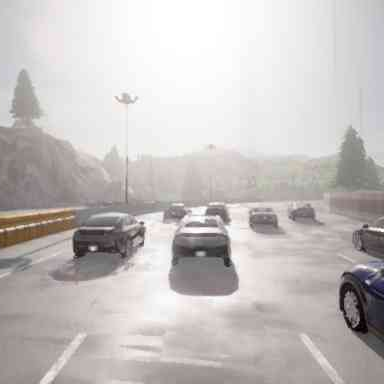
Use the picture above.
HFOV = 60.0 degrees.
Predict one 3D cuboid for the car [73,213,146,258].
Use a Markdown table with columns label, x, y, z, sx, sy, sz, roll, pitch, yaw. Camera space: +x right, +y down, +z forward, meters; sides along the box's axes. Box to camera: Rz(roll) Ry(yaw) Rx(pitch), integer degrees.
| label | x | y | z | sx | sy | sz | roll | pitch | yaw |
| --- | --- | --- | --- | --- | --- | --- | --- | --- | --- |
| car | -3.072 | 1.576 | 13.157 | 1.837 | 1.490 | 4.892 | 0 | 0 | 3 |

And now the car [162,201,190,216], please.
| label | x | y | z | sx | sy | sz | roll | pitch | yaw |
| --- | --- | --- | --- | --- | --- | --- | --- | --- | --- |
| car | -1.177 | 1.722 | 29.335 | 1.994 | 1.385 | 4.181 | 0 | 0 | 10 |

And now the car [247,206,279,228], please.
| label | x | y | z | sx | sy | sz | roll | pitch | yaw |
| --- | --- | --- | --- | --- | --- | --- | --- | --- | --- |
| car | 4.897 | 1.673 | 23.268 | 2.033 | 1.411 | 5.357 | 0 | 0 | 8 |

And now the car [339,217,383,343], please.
| label | x | y | z | sx | sy | sz | roll | pitch | yaw |
| --- | --- | --- | --- | --- | --- | --- | --- | --- | --- |
| car | 3.622 | 1.374 | 4.024 | 2.097 | 1.767 | 4.553 | 0 | 0 | 0 |

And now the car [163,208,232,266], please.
| label | x | y | z | sx | sy | sz | roll | pitch | yaw |
| --- | --- | --- | --- | --- | --- | --- | --- | --- | --- |
| car | 0.367 | 1.556 | 11.865 | 2.128 | 1.511 | 4.902 | 0 | 0 | 3 |

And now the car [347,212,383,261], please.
| label | x | y | z | sx | sy | sz | roll | pitch | yaw |
| --- | --- | --- | --- | --- | --- | --- | --- | --- | --- |
| car | 7.350 | 1.567 | 11.534 | 1.837 | 1.490 | 4.892 | 0 | 0 | 3 |

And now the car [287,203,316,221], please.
| label | x | y | z | sx | sy | sz | roll | pitch | yaw |
| --- | --- | --- | --- | --- | --- | --- | --- | --- | --- |
| car | 9.335 | 1.645 | 28.627 | 2.128 | 1.511 | 4.902 | 0 | 0 | 10 |

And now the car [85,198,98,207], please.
| label | x | y | z | sx | sy | sz | roll | pitch | yaw |
| --- | --- | --- | --- | --- | --- | --- | --- | --- | --- |
| car | -16.130 | 1.781 | 56.470 | 1.882 | 1.535 | 5.008 | 0 | 0 | 19 |

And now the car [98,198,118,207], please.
| label | x | y | z | sx | sy | sz | roll | pitch | yaw |
| --- | --- | --- | --- | --- | --- | --- | --- | --- | --- |
| car | -12.971 | 1.896 | 54.996 | 1.895 | 1.301 | 4.718 | 0 | 0 | 18 |

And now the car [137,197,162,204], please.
| label | x | y | z | sx | sy | sz | roll | pitch | yaw |
| --- | --- | --- | --- | --- | --- | --- | --- | --- | --- |
| car | -6.253 | 1.832 | 53.015 | 2.033 | 1.411 | 5.357 | 0 | 0 | 19 |

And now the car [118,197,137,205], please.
| label | x | y | z | sx | sy | sz | roll | pitch | yaw |
| --- | --- | --- | --- | --- | --- | --- | --- | --- | --- |
| car | -9.555 | 1.643 | 54.062 | 2.097 | 1.767 | 4.553 | 0 | 0 | 19 |

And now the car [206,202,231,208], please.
| label | x | y | z | sx | sy | sz | roll | pitch | yaw |
| --- | --- | --- | --- | --- | --- | --- | --- | --- | --- |
| car | 2.253 | 1.659 | 28.736 | 1.837 | 1.490 | 4.892 | 0 | 0 | 10 |
